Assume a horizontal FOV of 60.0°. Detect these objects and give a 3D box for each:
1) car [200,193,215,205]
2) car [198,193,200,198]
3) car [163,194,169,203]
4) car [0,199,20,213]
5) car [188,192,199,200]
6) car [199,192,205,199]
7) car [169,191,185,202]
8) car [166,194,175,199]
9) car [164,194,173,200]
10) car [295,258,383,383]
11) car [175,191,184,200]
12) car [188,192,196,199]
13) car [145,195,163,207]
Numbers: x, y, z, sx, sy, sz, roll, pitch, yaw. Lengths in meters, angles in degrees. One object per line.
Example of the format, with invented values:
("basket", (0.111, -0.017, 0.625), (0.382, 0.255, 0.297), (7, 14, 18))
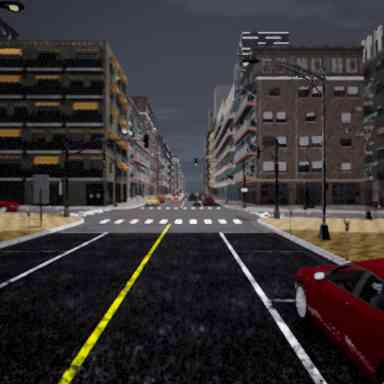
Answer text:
("car", (2.727, 1.297, 53.310), (1.887, 1.381, 4.507), (1, 0, 0))
("car", (2.736, 1.260, 69.881), (1.802, 1.307, 4.206), (1, 0, 0))
("car", (-5.651, 1.273, 58.852), (1.887, 1.381, 4.507), (1, 0, 0))
("car", (-17.236, 1.126, 28.686), (4.507, 1.381, 1.887), (1, -1, 0))
("car", (0.045, 1.135, 79.155), (1.837, 1.490, 4.892), (0, 0, 0))
("car", (2.731, 1.167, 58.833), (1.967, 1.590, 4.097), (1, 0, 0))
("car", (-2.985, 1.056, 64.203), (2.097, 1.767, 4.553), (0, 0, 0))
("car", (-5.636, 1.156, 86.469), (2.008, 1.369, 4.403), (1, 0, 0))
("car", (-5.639, 1.156, 80.776), (1.752, 1.417, 4.829), (1, 0, 0))
("car", (2.700, 1.524, 4.274), (1.887, 1.381, 4.507), (1, 0, 0))
("car", (-2.956, 0.828, 80.473), (2.150, 2.045, 5.566), (0, 0, 0))
("car", (0.049, 0.878, 89.547), (2.097, 1.767, 4.553), (0, 0, 0))
("car", (-5.656, 1.304, 47.635), (1.752, 1.417, 4.829), (1, 0, 0))
